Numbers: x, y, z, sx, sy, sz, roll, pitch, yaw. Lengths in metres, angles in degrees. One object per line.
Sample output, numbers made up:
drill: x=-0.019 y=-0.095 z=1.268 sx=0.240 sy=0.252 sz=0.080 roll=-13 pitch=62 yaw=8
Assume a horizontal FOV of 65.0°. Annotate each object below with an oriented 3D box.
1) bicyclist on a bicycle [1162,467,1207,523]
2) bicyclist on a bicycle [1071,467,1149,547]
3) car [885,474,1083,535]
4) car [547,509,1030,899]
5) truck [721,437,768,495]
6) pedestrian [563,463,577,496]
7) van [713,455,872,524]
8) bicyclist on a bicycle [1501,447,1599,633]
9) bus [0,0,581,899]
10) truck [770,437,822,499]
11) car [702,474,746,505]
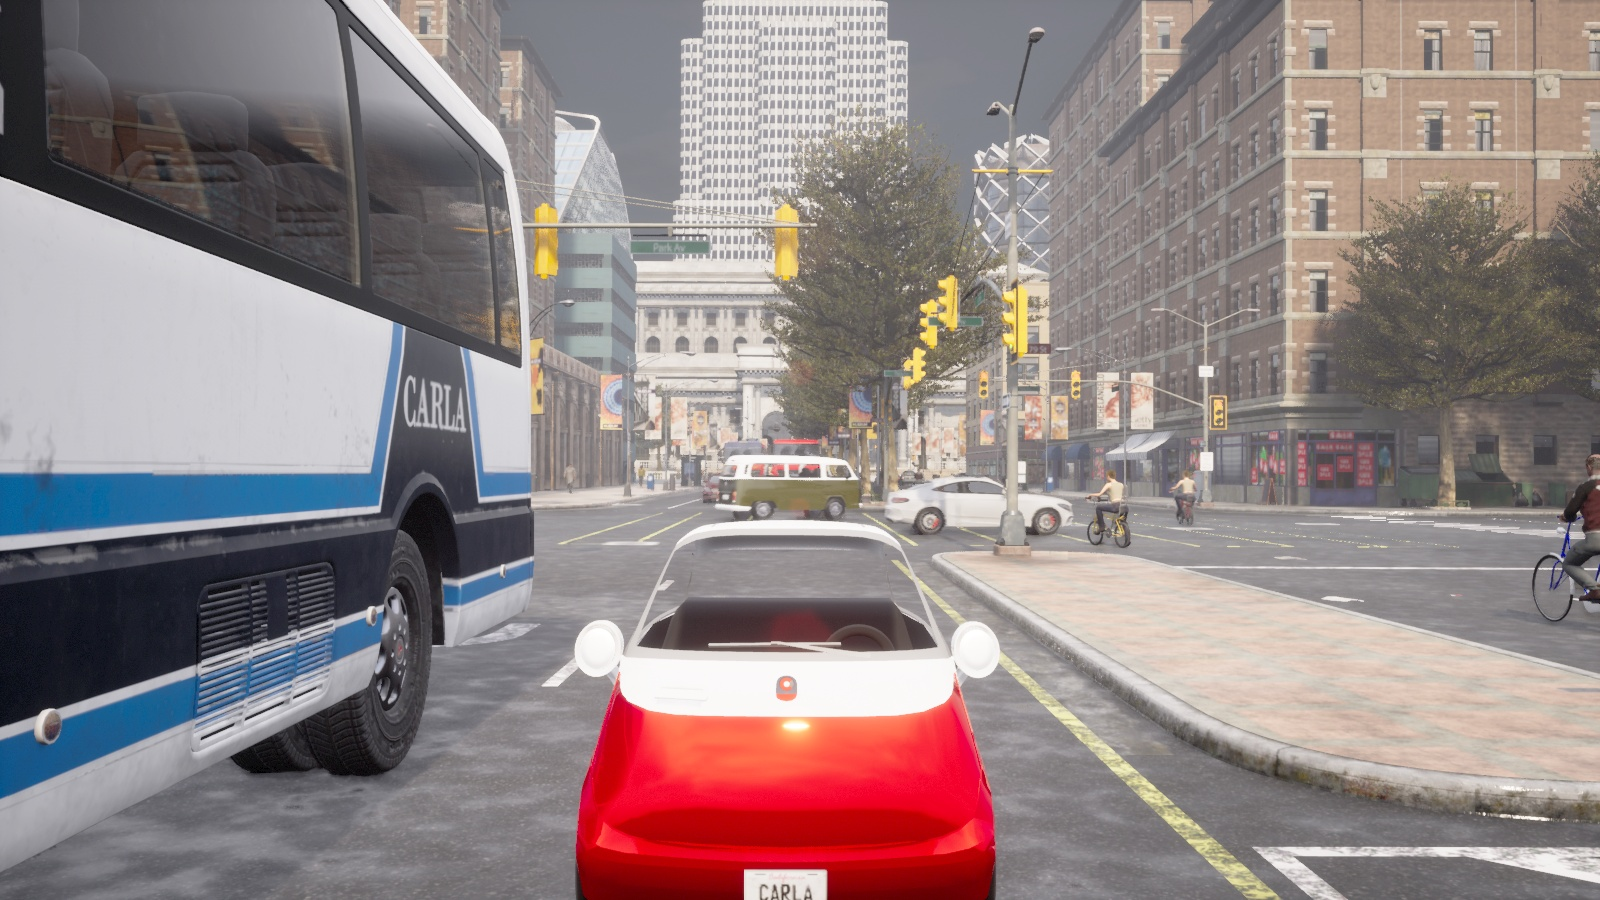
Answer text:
bicyclist on a bicycle: x=11.378 y=1.328 z=37.173 sx=0.866 sy=1.612 sz=1.509 roll=0 pitch=-1 yaw=0
bicyclist on a bicycle: x=6.448 y=1.164 z=26.206 sx=0.866 sy=1.612 sz=1.509 roll=0 pitch=-1 yaw=-21
car: x=4.531 y=1.348 z=31.403 sx=4.674 sy=1.442 sz=1.812 roll=0 pitch=-1 yaw=0
car: x=-0.039 y=0.953 z=4.966 sx=1.481 sy=1.376 sz=2.207 roll=0 pitch=-1 yaw=0
truck: x=-3.740 y=1.109 z=86.199 sx=2.891 sy=3.827 sz=8.468 roll=0 pitch=-1 yaw=0
pedestrian: x=-13.759 y=1.786 z=75.225 sx=0.659 sy=1.952 sz=0.873 roll=0 pitch=-1 yaw=0
van: x=-0.233 y=1.194 z=39.136 sx=4.480 sy=2.038 sz=2.069 roll=0 pitch=-1 yaw=-26
bicyclist on a bicycle: x=7.942 y=0.866 z=12.700 sx=0.659 sy=1.776 sz=1.843 roll=0 pitch=-1 yaw=0
bus: x=-3.542 y=-0.482 z=3.917 sx=3.944 sy=4.253 sz=10.273 roll=0 pitch=-1 yaw=0
truck: x=-0.207 y=1.075 z=74.131 sx=2.891 sy=3.462 sz=7.936 roll=0 pitch=-1 yaw=0
car: x=-3.653 y=1.877 z=61.008 sx=1.812 sy=1.442 sz=4.674 roll=0 pitch=-1 yaw=1
